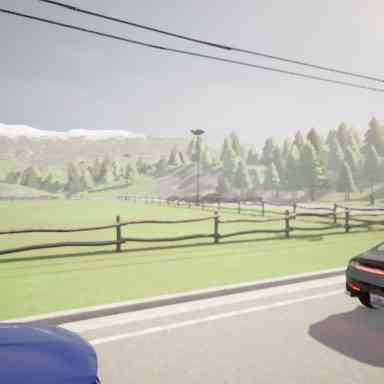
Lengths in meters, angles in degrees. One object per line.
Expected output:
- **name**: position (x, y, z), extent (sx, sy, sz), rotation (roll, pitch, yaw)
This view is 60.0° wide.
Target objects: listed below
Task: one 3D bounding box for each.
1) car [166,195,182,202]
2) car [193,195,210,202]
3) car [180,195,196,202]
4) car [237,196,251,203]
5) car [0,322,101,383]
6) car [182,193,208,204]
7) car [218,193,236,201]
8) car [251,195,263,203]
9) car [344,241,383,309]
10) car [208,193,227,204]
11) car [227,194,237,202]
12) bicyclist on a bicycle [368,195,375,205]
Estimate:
- **car**: position (-4.095, 1.421, 73.369), extent (1.837, 1.490, 4.892), rotation (0, 0, -27)
- **car**: position (2.131, 1.387, 76.569), extent (1.882, 1.535, 5.008), rotation (0, 0, -27)
- **car**: position (-0.982, 1.441, 74.970), extent (1.812, 1.442, 4.674), rotation (0, 0, -27)
- **car**: position (9.753, 1.509, 69.398), extent (1.994, 1.385, 4.181), rotation (0, 0, -27)
- **car**: position (-2.974, 1.529, 2.105), extent (4.674, 1.442, 1.812), rotation (0, 0, -27)
- **car**: position (0.547, 1.323, 64.339), extent (2.097, 1.767, 4.553), rotation (0, 0, -27)
- **car**: position (8.370, 1.252, 79.743), extent (2.097, 1.767, 4.553), rotation (0, 0, -27)
- **car**: position (13.052, 1.452, 70.635), extent (1.837, 1.490, 4.892), rotation (0, 0, -27)
- **car**: position (5.102, 1.483, 6.347), extent (4.902, 1.511, 2.128), rotation (0, 0, -27)
- **car**: position (3.924, 1.188, 65.427), extent (2.150, 2.045, 5.566), rotation (0, 0, -27)
- **car**: position (6.627, 1.526, 67.824), extent (1.994, 1.385, 4.181), rotation (0, 0, -27)
- **bicyclist on a bicycle**: position (27.623, 1.245, 51.185), extent (1.656, 1.620, 0.582), rotation (0, 0, -27)
